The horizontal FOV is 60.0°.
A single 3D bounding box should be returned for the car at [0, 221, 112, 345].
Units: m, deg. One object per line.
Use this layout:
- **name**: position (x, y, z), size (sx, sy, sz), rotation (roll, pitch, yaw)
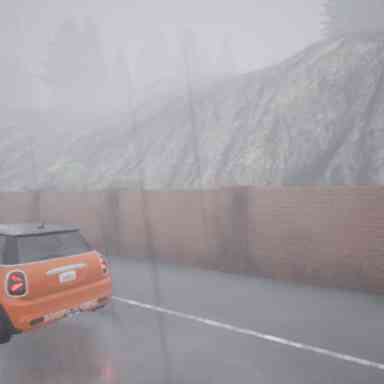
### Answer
- **car**: position (-3.739, 1.395, 6.576), size (4.553, 1.767, 2.097), rotation (-1, 0, 35)
